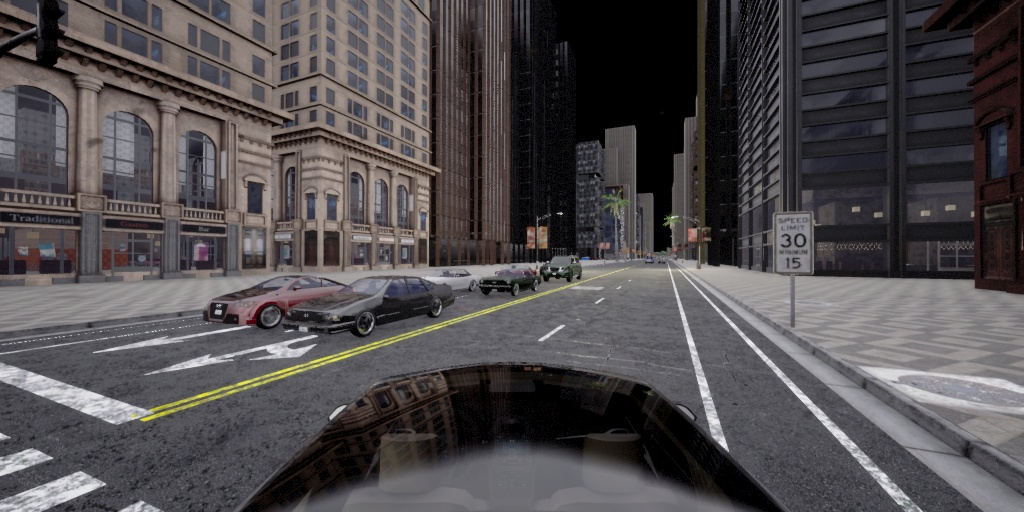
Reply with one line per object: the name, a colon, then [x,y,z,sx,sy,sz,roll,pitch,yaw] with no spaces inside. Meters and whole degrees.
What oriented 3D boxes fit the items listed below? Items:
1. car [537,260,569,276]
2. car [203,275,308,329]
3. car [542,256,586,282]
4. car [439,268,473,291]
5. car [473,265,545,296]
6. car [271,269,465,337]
car: [4.420,1.250,37.941,1.882,1.535,5.008,0,0,24]
car: [-7.026,1.316,11.372,1.994,1.385,4.181,0,0,23]
car: [4.237,0.986,29.363,2.150,2.045,5.566,0,0,23]
car: [-3.574,1.357,19.425,1.895,1.301,4.718,0,0,23]
car: [0.012,1.357,19.536,1.895,1.301,4.718,0,0,23]
car: [-3.771,1.299,10.725,2.033,1.411,5.357,0,0,23]
